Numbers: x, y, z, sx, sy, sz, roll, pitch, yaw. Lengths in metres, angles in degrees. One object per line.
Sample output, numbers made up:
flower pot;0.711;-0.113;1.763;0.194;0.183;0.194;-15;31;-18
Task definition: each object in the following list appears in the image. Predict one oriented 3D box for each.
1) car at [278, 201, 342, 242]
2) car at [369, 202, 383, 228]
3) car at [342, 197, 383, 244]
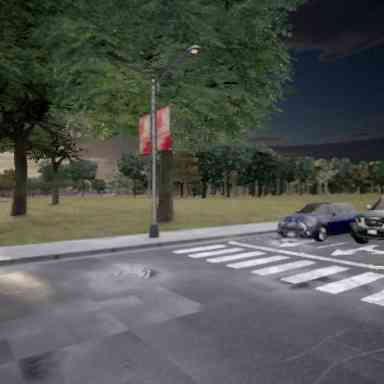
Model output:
car;6.239;1.289;16.109;4.553;1.767;2.097;-1;0;-35
car;13.528;1.363;21.311;4.892;1.490;1.837;-1;0;-35
car;9.026;1.123;14.103;5.566;2.045;2.150;-1;0;-35
